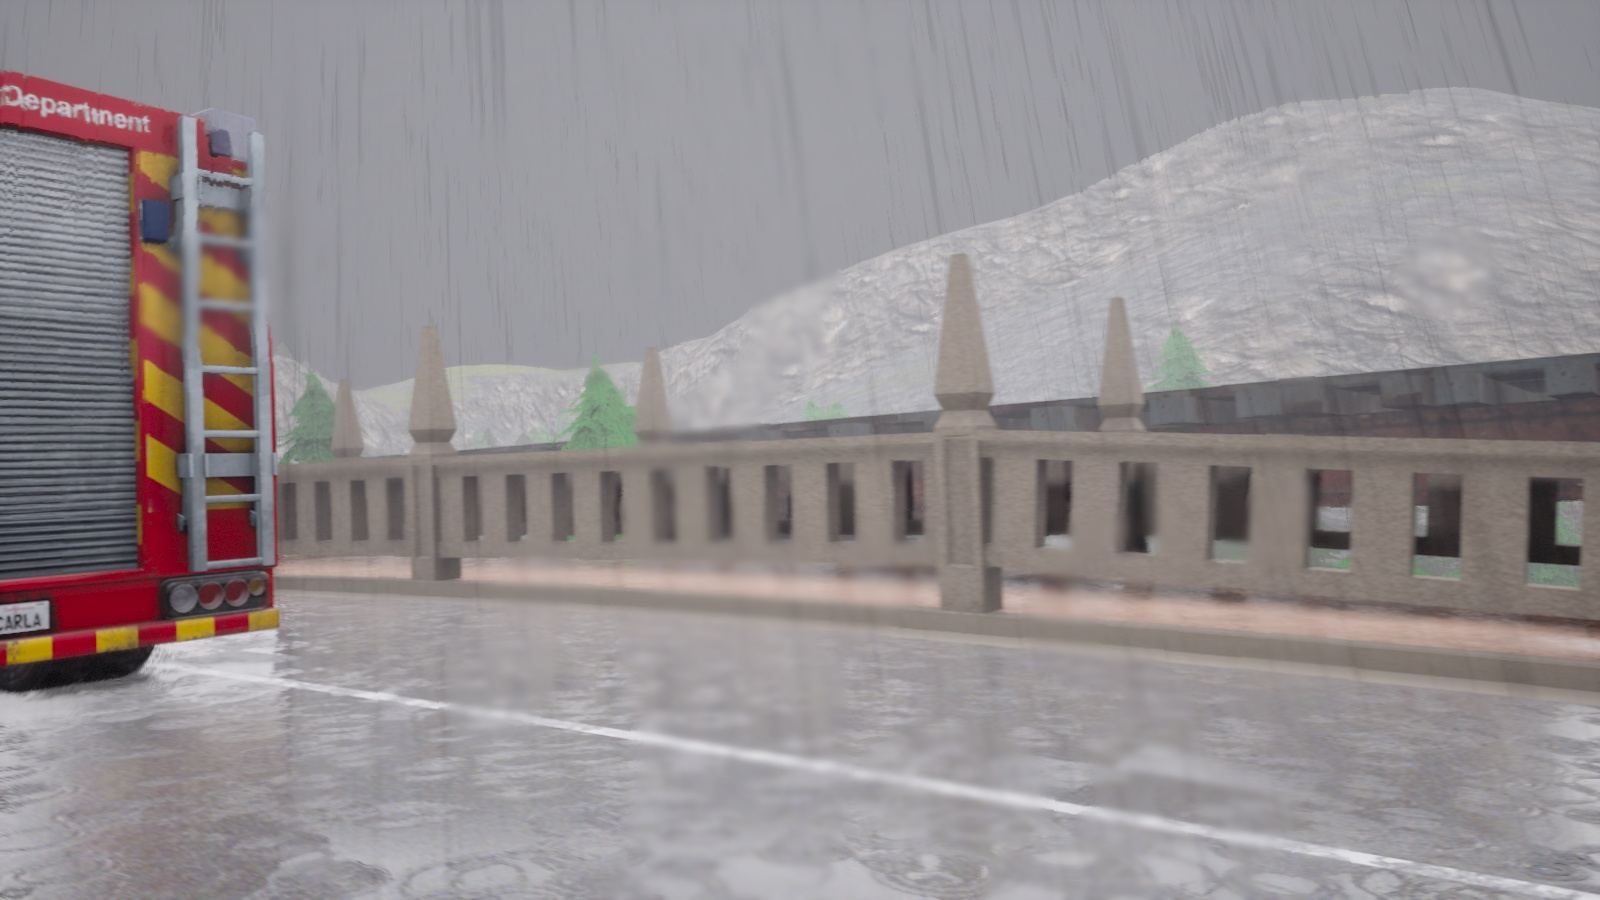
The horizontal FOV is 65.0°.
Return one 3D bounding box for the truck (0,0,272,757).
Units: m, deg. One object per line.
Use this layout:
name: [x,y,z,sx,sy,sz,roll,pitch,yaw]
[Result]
truck: [-7.550,-0.193,8.623,8.468,3.827,2.891,-3,-1,34]
